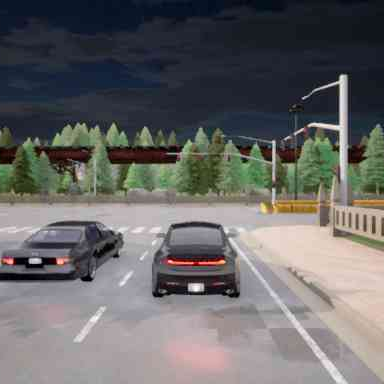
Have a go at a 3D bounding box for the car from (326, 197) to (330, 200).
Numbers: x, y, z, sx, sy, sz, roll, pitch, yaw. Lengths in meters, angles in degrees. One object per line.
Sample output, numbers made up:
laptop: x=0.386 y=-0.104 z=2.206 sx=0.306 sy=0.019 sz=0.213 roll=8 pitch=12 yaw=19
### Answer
car: x=19.768 y=1.469 z=47.395 sx=4.902 sy=1.511 sz=2.128 roll=0 pitch=0 yaw=1

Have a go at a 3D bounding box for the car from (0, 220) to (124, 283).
car: x=-3.383 y=1.543 z=9.709 sx=2.033 sy=1.411 sz=5.357 roll=0 pitch=0 yaw=0

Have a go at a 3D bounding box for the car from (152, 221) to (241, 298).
car: x=0.103 y=1.501 z=8.519 sx=1.837 sy=1.490 sz=4.892 roll=0 pitch=0 yaw=1

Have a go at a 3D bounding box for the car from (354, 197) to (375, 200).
car: x=22.199 y=1.470 z=43.873 sx=4.902 sy=1.511 sz=2.128 roll=0 pitch=0 yaw=1
